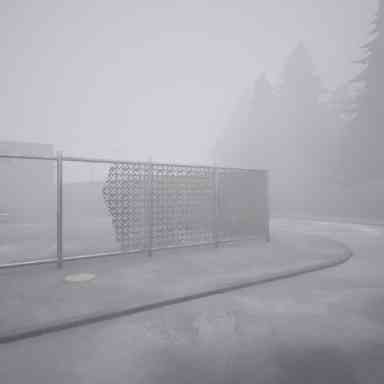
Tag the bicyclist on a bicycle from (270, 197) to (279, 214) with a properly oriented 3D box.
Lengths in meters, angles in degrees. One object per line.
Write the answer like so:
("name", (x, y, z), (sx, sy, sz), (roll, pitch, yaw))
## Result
("bicyclist on a bicycle", (7.887, 1.349, 32.412), (1.656, 1.620, 0.582), (0, 0, -35))
